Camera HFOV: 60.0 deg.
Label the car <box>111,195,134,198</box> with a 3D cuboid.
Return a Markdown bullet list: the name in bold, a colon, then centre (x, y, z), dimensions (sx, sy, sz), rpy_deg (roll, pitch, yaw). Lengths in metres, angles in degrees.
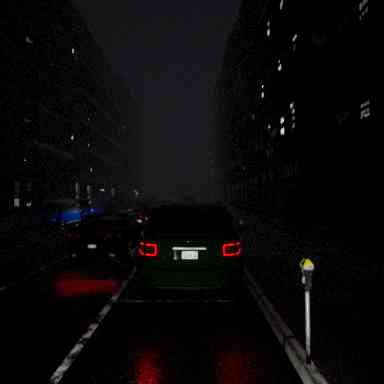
- **car**: centre (-8.313, 1.365, 37.346), dimensions (2.192, 1.841, 5.009), rpy_deg (1, 0, 0)

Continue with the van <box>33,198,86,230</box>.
- **van**: centre (-8.312, 1.359, 20.753), dimensions (1.690, 1.788, 3.998), rpy_deg (2, 0, 0)

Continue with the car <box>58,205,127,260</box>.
- **car**: centre (-3.016, 1.486, 12.504), dimensions (1.882, 1.535, 5.008), rpy_deg (0, 0, 0)

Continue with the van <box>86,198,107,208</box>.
- **van**: centre (-8.313, 1.368, 26.285), dimensions (1.690, 1.788, 3.998), rpy_deg (1, 0, 0)

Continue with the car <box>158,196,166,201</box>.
- **car**: centre (-8.323, 1.847, 92.652), dimensions (1.802, 1.307, 4.206), rpy_deg (1, 0, 0)

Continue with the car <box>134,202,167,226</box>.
- **car**: centre (-2.944, 1.549, 24.646), dimensions (1.812, 1.442, 4.674), rpy_deg (0, 0, 0)

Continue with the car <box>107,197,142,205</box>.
- **car**: centre (-5.864, 1.526, 30.250), dimensions (2.128, 1.511, 4.902), rpy_deg (0, 0, 0)

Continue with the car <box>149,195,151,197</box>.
- **car**: centre (-8.320, 1.660, 53.938), dimensions (1.947, 1.339, 4.313), rpy_deg (1, 0, 0)

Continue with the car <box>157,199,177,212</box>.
- **car**: centre (-2.939, 1.605, 40.343), dimensions (2.033, 1.411, 5.357), rpy_deg (0, 0, 0)

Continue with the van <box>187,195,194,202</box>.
- **van**: centre (-0.471, 1.575, 87.068), dimensions (1.690, 1.788, 3.998), rpy_deg (1, 0, 0)

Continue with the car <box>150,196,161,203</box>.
- **car**: centre (-8.321, 1.725, 76.059), dimensions (1.887, 1.381, 4.507), rpy_deg (1, 0, 0)

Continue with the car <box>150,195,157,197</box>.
- **car**: centre (-8.315, 1.471, 70.528), dimensions (2.192, 1.841, 5.009), rpy_deg (1, 0, 0)

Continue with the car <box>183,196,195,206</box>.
- **car**: centre (-0.471, 1.553, 59.411), dimensions (1.967, 1.590, 4.097), rpy_deg (1, 0, 0)

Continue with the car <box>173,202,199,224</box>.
- **car**: centre (-0.437, 1.572, 26.224), dimensions (1.887, 1.381, 4.507), rpy_deg (1, 0, 0)

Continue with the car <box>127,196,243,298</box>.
- **car**: centre (-0.039, 1.233, 8.683), dimensions (2.150, 2.045, 5.566), rpy_deg (0, 0, 0)

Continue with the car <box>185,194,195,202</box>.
- **car**: centre (-0.470, 1.521, 81.536), dimensions (2.192, 1.841, 5.009), rpy_deg (1, 0, 0)
